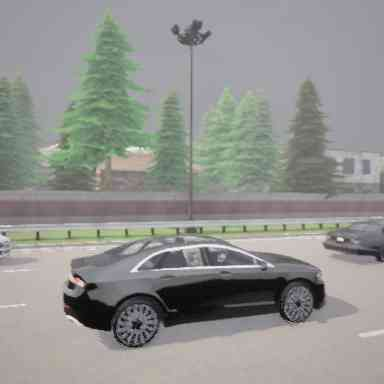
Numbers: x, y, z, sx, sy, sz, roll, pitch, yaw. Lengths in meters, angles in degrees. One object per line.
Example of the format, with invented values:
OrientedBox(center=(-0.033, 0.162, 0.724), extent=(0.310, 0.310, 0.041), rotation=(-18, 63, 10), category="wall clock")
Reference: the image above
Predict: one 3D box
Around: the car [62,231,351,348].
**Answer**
OrientedBox(center=(0.195, 1.575, 6.222), extent=(4.902, 1.511, 2.128), rotation=(1, -1, -20), category="car")

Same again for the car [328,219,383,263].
OrientedBox(center=(7.614, 1.754, 12.687), extent=(5.357, 1.411, 2.033), rotation=(1, -1, -20), category="car")

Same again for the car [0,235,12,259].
OrientedBox(center=(-8.347, 1.625, 10.533), extent=(4.674, 1.442, 1.812), rotation=(1, -1, -20), category="car")
